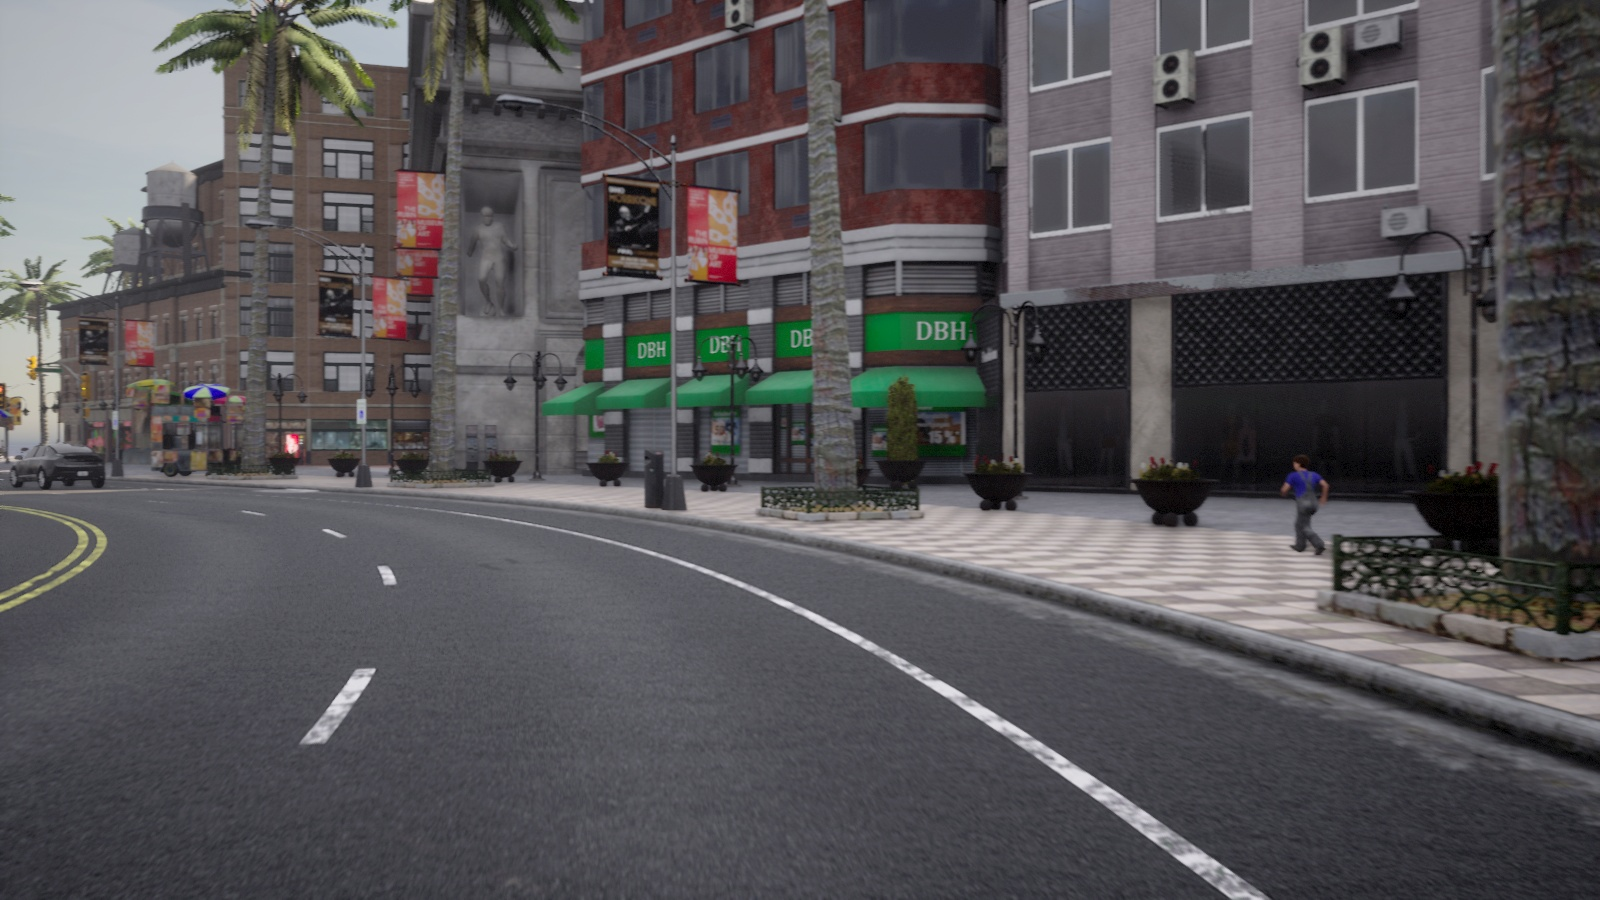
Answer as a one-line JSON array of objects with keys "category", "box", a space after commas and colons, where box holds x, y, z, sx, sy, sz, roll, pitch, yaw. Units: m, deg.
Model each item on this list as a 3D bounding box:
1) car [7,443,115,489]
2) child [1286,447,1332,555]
[{"category": "car", "box": [-25.344, 0.511, 43.001, 4.892, 1.490, 1.837, 0, 0, 42]}, {"category": "child", "box": [6.081, 0.598, 15.010, 0.270, 1.263, 0.437, 0, 0, -23]}]
